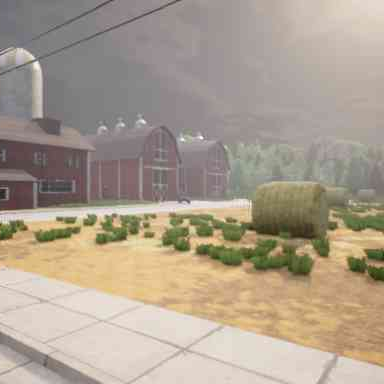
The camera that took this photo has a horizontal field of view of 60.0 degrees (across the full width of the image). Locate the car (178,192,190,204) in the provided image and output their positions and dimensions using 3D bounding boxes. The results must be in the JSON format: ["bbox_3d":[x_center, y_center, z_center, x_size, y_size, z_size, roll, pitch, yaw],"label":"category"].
[{"bbox_3d":[-1.400,1.069,59.192,1.905,1.878,3.866,6,1,-8],"label":"car"}]
